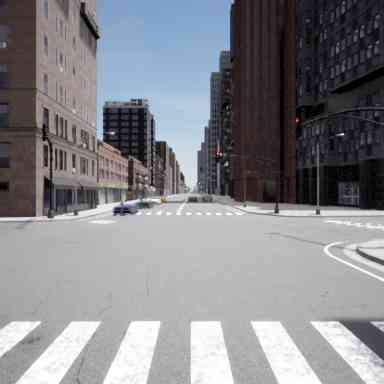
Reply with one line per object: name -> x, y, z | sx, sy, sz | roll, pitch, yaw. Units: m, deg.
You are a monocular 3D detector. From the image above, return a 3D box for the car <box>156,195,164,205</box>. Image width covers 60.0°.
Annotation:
car -> -6.470, 1.535, 57.793 | 1.812, 1.442, 4.674 | 0, 0, 1

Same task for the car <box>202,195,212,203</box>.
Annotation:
car -> 3.357, 1.530, 70.984 | 2.128, 1.511, 4.902 | 0, 0, 0

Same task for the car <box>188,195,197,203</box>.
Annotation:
car -> 0.107, 1.483, 70.989 | 1.882, 1.535, 5.008 | 0, 0, 0

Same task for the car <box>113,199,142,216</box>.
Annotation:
car -> -6.541, 1.606, 33.212 | 1.895, 1.301, 4.718 | 0, 0, 0

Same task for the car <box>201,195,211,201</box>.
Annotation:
car -> 3.372, 1.498, 81.404 | 2.128, 1.511, 4.902 | 0, 0, 0

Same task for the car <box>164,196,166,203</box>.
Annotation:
car -> -6.397, 1.485, 68.988 | 1.882, 1.535, 5.008 | 0, 0, 0

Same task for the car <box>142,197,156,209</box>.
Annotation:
car -> -6.507, 1.609, 46.134 | 1.895, 1.301, 4.718 | 0, 0, 0

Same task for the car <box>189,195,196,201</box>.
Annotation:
car -> 0.122, 1.451, 81.408 | 1.882, 1.535, 5.008 | 0, 0, 0
